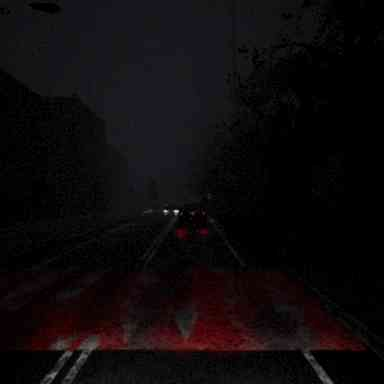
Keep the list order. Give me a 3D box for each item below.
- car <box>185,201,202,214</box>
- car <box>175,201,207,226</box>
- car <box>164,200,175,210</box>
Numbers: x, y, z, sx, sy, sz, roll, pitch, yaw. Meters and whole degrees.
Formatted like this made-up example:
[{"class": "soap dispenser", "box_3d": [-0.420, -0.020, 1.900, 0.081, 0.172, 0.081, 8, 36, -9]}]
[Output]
[{"class": "car", "box_3d": [0.169, 1.919, 41.828, 2.033, 1.411, 5.357, 0, -1, 1]}, {"class": "car", "box_3d": [0.067, 1.544, 25.280, 2.097, 1.767, 4.553, 0, -1, 1]}, {"class": "car", "box_3d": [-3.181, 2.014, 51.791, 1.882, 1.535, 5.008, 0, -1, 1]}]
